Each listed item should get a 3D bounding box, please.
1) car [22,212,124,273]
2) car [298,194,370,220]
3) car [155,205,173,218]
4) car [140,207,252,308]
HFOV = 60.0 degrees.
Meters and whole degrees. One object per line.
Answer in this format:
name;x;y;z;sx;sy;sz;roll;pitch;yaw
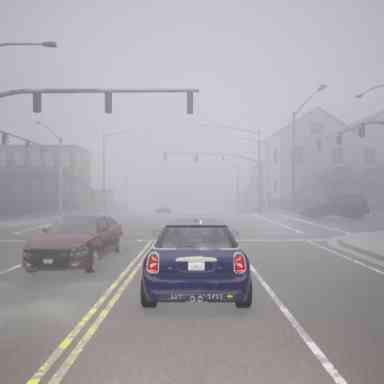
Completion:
car;-3.591;1.475;10.883;1.882;1.535;5.008;0;0;1
car;11.731;1.215;27.611;5.566;2.045;2.150;0;0;-1
car;-3.564;2.561;42.575;1.895;1.301;4.718;0;-8;0
car;0.091;1.350;8.092;2.097;1.767;4.553;0;0;0
